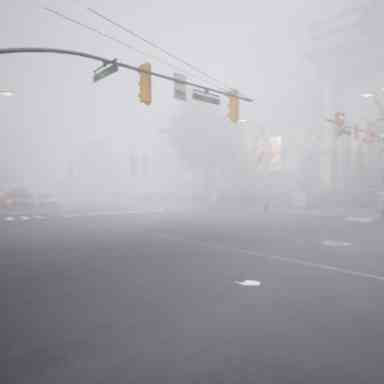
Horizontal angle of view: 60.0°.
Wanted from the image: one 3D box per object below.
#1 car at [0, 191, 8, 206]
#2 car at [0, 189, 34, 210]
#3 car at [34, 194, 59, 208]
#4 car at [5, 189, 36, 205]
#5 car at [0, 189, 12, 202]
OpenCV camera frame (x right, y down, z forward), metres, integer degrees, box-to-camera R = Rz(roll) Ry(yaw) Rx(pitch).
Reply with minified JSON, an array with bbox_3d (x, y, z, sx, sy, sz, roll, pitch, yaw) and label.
[{"bbox_3d":[-24.018,0.779,40.234,2.097,1.767,4.553,-1,1,-42],"label":"car"},{"bbox_3d":[-18.124,0.872,33.804,2.097,1.767,4.553,-1,1,-42],"label":"car"},{"bbox_3d":[-16.446,1.001,37.171,1.812,1.442,4.674,-1,1,-42],"label":"car"},{"bbox_3d":[-22.857,0.595,44.179,2.150,2.045,5.566,-1,1,-43],"label":"car"},{"bbox_3d":[-30.297,0.489,51.481,5.566,2.045,2.150,1,1,38],"label":"car"}]
